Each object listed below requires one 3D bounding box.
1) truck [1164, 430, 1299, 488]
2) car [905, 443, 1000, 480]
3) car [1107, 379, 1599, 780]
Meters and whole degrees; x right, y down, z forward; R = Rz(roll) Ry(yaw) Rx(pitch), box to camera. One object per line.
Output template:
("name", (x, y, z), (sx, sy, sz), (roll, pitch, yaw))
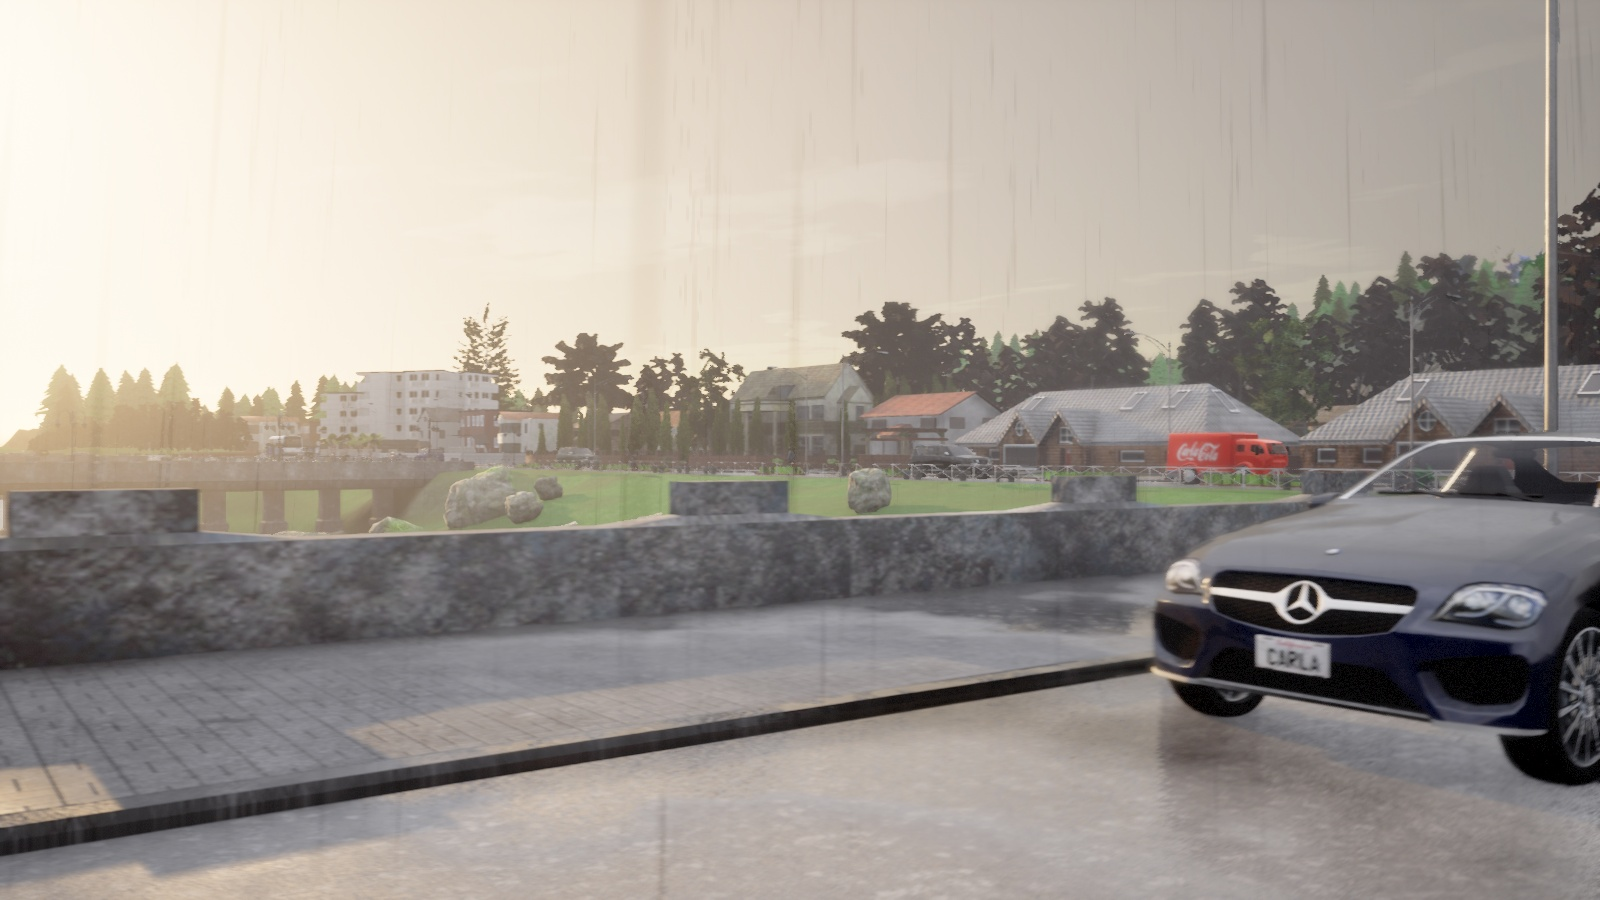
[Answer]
("truck", (19.520, 0.360, 57.030), (2.627, 2.467, 5.204), (0, 1, -36))
("car", (8.675, 0.646, 71.774), (2.150, 2.045, 5.566), (0, 0, -36))
("car", (4.350, 0.535, 7.520), (5.027, 1.651, 2.152), (0, 0, -36))
